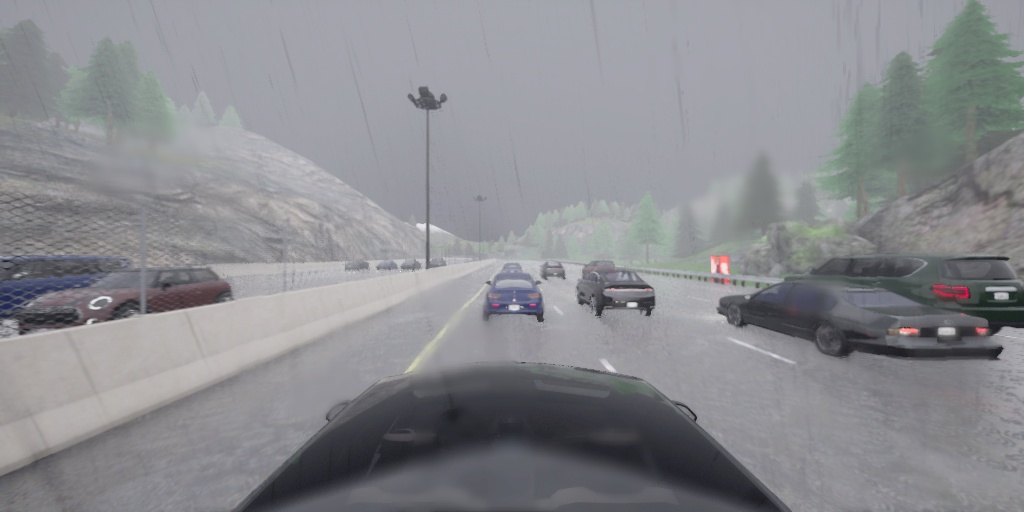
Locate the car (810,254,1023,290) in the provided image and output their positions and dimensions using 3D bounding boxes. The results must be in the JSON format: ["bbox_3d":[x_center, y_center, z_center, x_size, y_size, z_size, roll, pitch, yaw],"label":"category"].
[{"bbox_3d":[10.579,0.965,10.438,2.150,2.045,5.566,0,0,0],"label":"car"}]

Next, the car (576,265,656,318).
[{"bbox_3d":[3.571,1.242,13.093,2.128,1.511,4.902,0,0,0],"label":"car"}]

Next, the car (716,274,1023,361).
[{"bbox_3d":[7.086,1.293,8.350,2.033,1.411,5.357,0,0,0],"label":"car"}]

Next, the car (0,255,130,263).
[{"bbox_3d":[-14.119,0.988,10.309,2.150,2.045,5.566,0,0,0],"label":"car"}]

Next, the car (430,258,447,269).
[{"bbox_3d":[-10.696,1.131,51.469,2.097,1.767,4.553,0,0,0],"label":"car"}]

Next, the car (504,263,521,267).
[{"bbox_3d":[0.030,1.308,30.562,2.033,1.411,5.357,0,0,0],"label":"car"}]

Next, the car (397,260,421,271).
[{"bbox_3d":[-14.197,1.259,50.603,1.882,1.535,5.008,0,0,0],"label":"car"}]

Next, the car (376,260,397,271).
[{"bbox_3d":[-17.694,1.310,51.022,1.812,1.442,4.674,0,0,0],"label":"car"}]

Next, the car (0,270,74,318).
[{"bbox_3d":[-17.619,1.275,11.231,1.837,1.490,4.892,0,0,0],"label":"car"}]

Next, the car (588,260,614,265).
[{"bbox_3d":[7.036,1.106,28.929,2.097,1.767,4.553,0,0,0],"label":"car"}]

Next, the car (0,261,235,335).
[{"bbox_3d":[-10.619,1.115,10.430,2.097,1.767,4.553,0,0,0],"label":"car"}]

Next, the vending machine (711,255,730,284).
[{"bbox_3d":[15.442,0.940,26.625,1.100,2.100,0.880,0,0,0],"label":"vending machine"}]

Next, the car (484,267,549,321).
[{"bbox_3d":[0.059,1.280,12.348,1.812,1.442,4.674,0,0,0],"label":"car"}]

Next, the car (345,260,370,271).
[{"bbox_3d":[-21.193,1.279,49.283,2.128,1.511,4.902,0,0,0],"label":"car"}]

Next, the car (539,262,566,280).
[{"bbox_3d":[3.528,1.249,31.535,2.128,1.511,4.902,0,0,0],"label":"car"}]
